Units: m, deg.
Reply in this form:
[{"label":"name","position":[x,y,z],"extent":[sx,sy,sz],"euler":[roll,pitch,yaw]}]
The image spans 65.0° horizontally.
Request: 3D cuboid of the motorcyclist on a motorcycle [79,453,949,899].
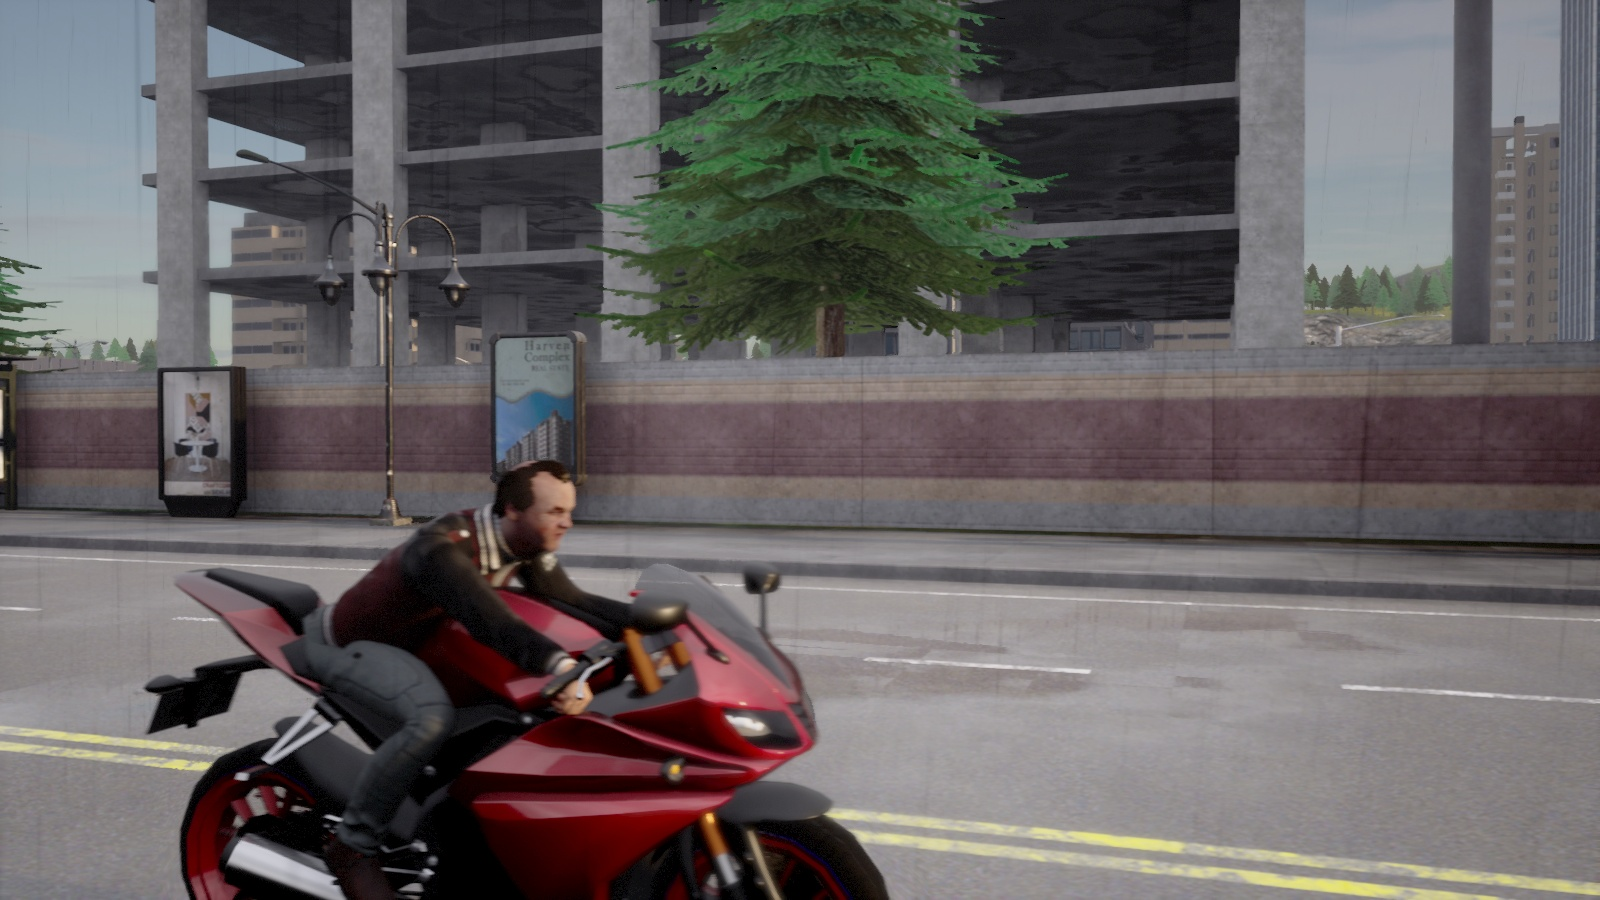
[{"label":"motorcyclist on a motorcycle","position":[-0.770,0.798,3.452],"extent":[2.191,1.530,0.866],"euler":[1,1,19]}]
